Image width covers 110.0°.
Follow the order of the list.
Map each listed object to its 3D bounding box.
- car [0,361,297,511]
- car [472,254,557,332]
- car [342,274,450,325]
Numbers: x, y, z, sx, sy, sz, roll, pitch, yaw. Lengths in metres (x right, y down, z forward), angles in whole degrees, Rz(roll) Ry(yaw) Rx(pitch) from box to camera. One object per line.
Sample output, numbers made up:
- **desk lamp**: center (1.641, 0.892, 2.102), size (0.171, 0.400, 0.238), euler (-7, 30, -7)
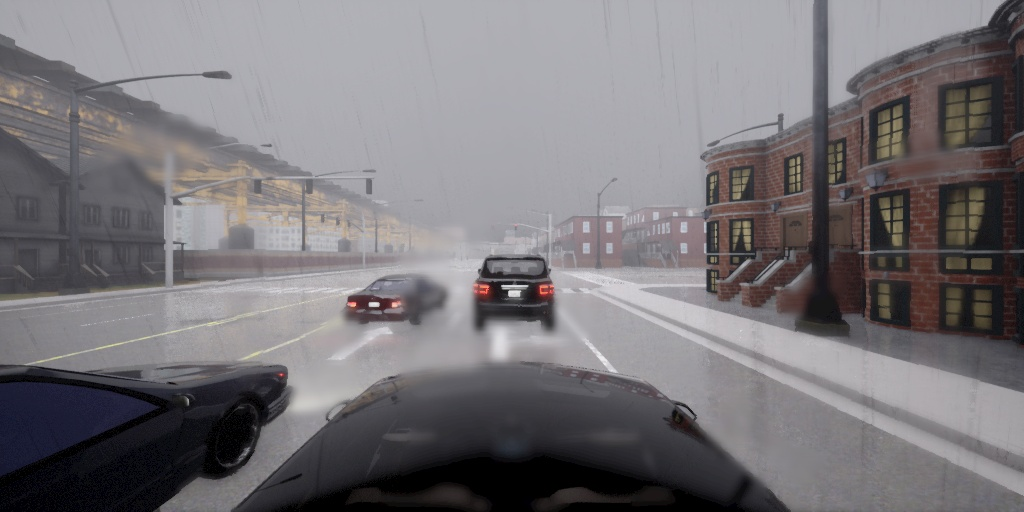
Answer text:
- **car**: center (-3.388, 1.297, 1.656), size (2.033, 1.411, 5.357), euler (0, 0, -1)
- **car**: center (0.084, 0.971, 11.046), size (2.150, 2.045, 5.566), euler (0, 0, 0)
- **car**: center (-3.441, 1.297, 11.728), size (2.033, 1.411, 5.357), euler (0, 0, 2)
